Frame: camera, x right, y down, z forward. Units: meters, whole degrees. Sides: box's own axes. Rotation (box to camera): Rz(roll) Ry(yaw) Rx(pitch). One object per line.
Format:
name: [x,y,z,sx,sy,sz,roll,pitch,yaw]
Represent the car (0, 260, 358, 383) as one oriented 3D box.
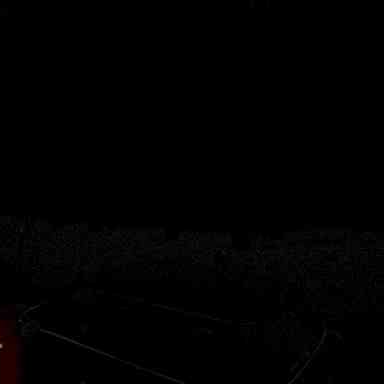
car: [-0.626,1.462,3.408,4.097,1.590,1.967,-1,0,35]
